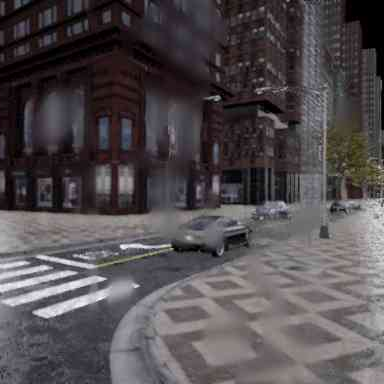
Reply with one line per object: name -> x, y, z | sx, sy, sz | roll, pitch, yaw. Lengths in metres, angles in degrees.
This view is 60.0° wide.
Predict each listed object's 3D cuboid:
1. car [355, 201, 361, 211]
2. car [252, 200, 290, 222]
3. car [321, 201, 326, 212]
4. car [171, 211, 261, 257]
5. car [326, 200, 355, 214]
car -> 23.211, 1.921, 48.215 | 2.033, 1.411, 5.357 | 0, 0, 33
car -> 6.711, 1.509, 28.154 | 2.097, 1.767, 4.553 | 0, 0, 33
car -> 17.383, 1.916, 44.673 | 1.895, 1.301, 4.718 | 0, 0, 33
car -> 0.968, 1.629, 13.425 | 1.994, 1.385, 4.181 | 0, 0, 33
car -> 17.621, 1.793, 39.374 | 1.837, 1.490, 4.892 | 0, 0, 33
